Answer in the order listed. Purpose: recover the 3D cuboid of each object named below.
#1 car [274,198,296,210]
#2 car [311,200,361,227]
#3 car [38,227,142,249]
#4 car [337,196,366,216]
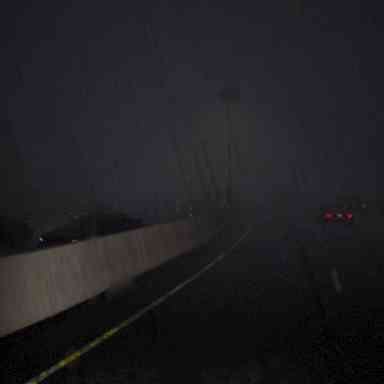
[{"bbox_3d":[11.478,1.428,41.371,1.812,1.442,4.674,0,0,2],"label":"car"},{"bbox_3d":[9.371,1.474,22.448,2.033,1.411,5.357,0,0,12],"label":"car"},{"bbox_3d":[-3.895,1.563,13.978,2.033,1.411,5.357,0,0,18],"label":"car"},{"bbox_3d":[14.168,1.244,30.550,2.097,1.767,4.553,0,0,7],"label":"car"}]
